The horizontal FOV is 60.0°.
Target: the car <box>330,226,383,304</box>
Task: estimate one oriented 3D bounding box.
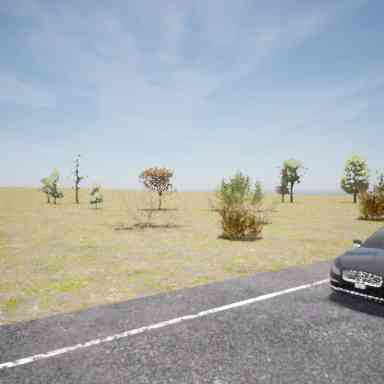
[{"bbox_3d":[5.125,1.505,7.626,4.892,1.490,1.837,0,0,-35],"label":"car"}]
